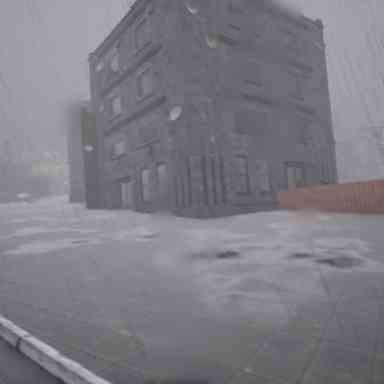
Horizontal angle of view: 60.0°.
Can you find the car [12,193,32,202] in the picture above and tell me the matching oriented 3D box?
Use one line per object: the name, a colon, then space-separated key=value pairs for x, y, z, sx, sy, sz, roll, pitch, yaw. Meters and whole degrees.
car: x=-29.625 y=0.966 z=58.295 sx=1.812 sy=1.442 sz=4.674 roll=-4 pitch=3 yaw=-4
